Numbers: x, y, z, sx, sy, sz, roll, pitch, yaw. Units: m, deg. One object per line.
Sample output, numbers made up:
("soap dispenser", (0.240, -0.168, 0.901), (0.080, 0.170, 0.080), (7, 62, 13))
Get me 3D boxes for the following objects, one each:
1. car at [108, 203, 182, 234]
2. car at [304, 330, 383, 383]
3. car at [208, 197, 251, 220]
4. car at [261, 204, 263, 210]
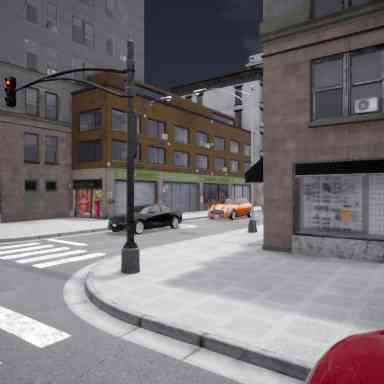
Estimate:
("car", (-2.541, 1.414, 18.983), (1.882, 1.535, 5.008), (0, 0, 34))
("car", (2.752, 1.314, 0.838), (5.009, 1.841, 2.192), (0, 0, 36))
("car", (3.162, 1.246, 26.970), (2.097, 1.767, 4.553), (0, 0, 35))
("car", (9.042, 1.453, 35.193), (1.895, 1.301, 4.718), (0, 0, 36))
